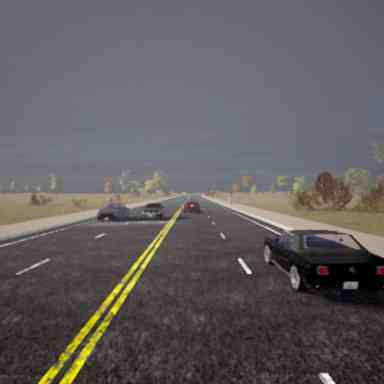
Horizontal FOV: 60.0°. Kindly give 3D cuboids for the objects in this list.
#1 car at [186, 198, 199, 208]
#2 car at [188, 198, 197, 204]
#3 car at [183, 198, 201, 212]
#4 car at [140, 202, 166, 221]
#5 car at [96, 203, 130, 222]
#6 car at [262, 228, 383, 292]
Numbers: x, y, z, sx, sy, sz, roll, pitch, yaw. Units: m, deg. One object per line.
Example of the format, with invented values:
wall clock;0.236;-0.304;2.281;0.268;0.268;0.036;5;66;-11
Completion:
car;0.111;1.774;55.329;2.033;1.411;5.357;0;0;0
car;0.015;1.895;73.430;1.895;1.301;4.718;0;0;0
car;0.006;1.673;40.854;2.163;1.488;4.792;0;0;0
car;-3.275;1.647;28.943;1.812;1.442;4.674;0;0;1
car;-6.532;1.667;28.235;2.033;1.411;5.357;0;0;1
car;3.252;1.641;9.026;1.895;1.301;4.718;0;0;0
